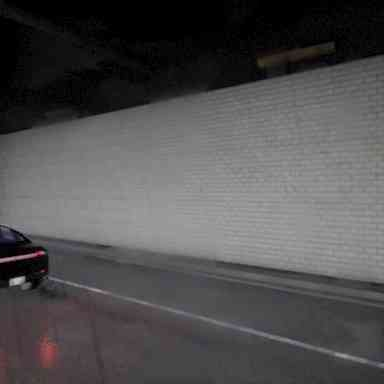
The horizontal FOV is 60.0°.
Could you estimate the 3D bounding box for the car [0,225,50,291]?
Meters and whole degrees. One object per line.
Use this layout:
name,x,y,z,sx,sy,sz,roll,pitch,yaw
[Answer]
car,-5.324,1.493,7.791,4.902,1.511,2.128,0,0,35
